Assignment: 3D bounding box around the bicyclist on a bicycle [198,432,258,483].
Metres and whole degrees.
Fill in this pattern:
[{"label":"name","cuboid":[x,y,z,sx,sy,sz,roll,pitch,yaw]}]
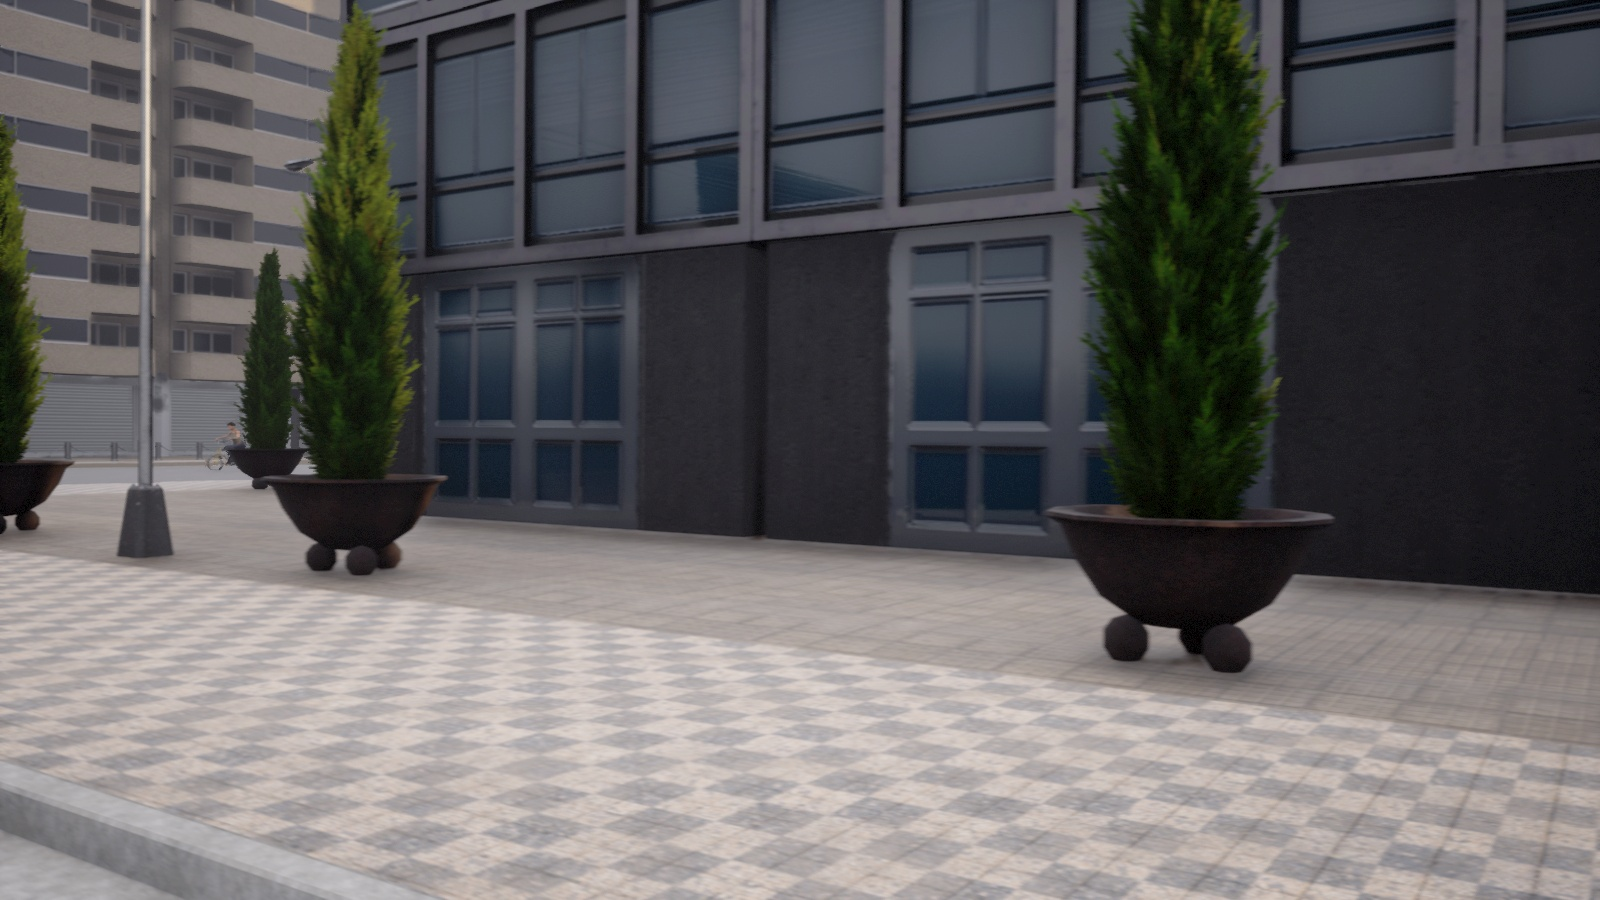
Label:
[{"label":"bicyclist on a bicycle","cuboid":[-18.508,0.226,40.641,0.866,1.612,1.509,0,1,34]}]
